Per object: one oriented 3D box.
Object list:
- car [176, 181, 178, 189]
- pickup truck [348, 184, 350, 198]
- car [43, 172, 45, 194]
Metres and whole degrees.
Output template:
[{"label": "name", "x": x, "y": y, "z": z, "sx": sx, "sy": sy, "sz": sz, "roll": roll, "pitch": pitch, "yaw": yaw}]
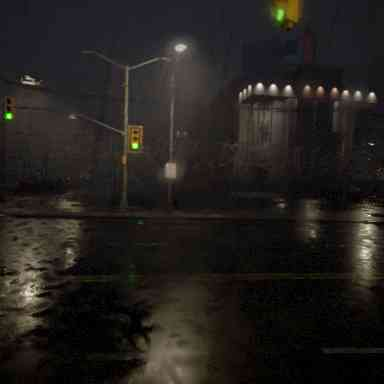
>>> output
[{"label": "car", "x": -0.687, "y": -1.512, "z": 56.410, "sx": 5.566, "sy": 2.045, "sz": 2.435, "roll": 1, "pitch": 3, "yaw": -9}, {"label": "pickup truck", "x": 14.143, "y": -0.033, "z": 33.018, "sx": 2.390, "sy": 2.098, "sz": 6.274, "roll": 1, "pitch": 3, "yaw": -9}, {"label": "car", "x": -13.218, "y": -0.609, "z": 29.224, "sx": 4.553, "sy": 1.767, "sz": 2.185, "roll": 1, "pitch": 3, "yaw": -9}]
